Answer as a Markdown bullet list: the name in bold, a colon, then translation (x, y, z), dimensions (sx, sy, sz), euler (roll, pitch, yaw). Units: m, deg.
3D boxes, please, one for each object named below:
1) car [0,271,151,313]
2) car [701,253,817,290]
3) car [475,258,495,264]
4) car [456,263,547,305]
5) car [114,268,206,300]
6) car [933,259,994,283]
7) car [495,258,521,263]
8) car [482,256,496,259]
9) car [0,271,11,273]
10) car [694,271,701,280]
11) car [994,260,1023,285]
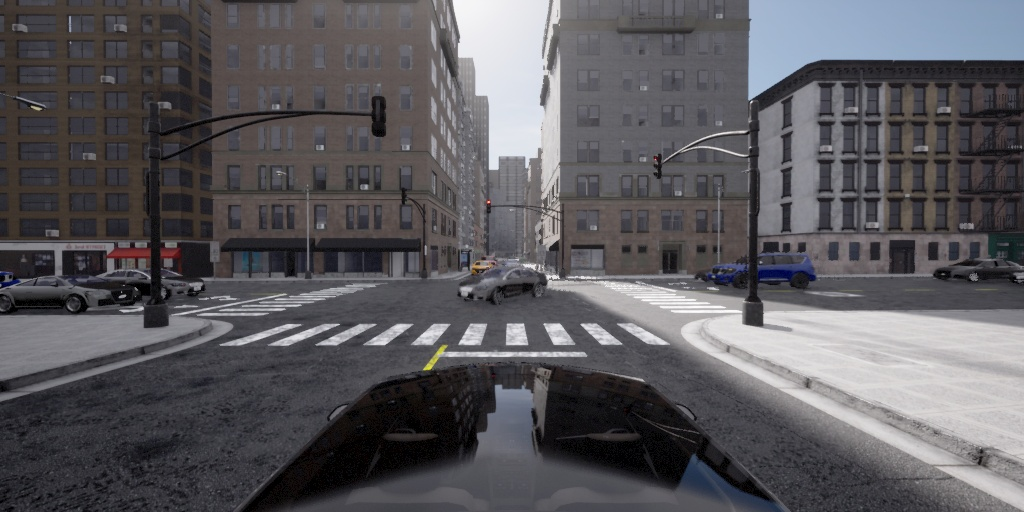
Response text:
- **car**: translation (-17.522, 1.441, 14.279), dimensions (4.181, 1.385, 1.994), euler (0, 1, 0)
- **car**: translation (14.645, 0.855, 21.131), dimensions (5.566, 2.045, 2.150), euler (0, 1, 0)
- **car**: translation (-3.100, 1.234, 37.548), dimensions (1.882, 1.535, 5.008), euler (0, 0, 0)
- **car**: translation (-0.329, 1.231, 16.082), dimensions (2.128, 1.511, 4.902), euler (0, 0, 40)
- **car**: translation (-17.790, 1.335, 17.538), dimensions (4.902, 1.511, 2.128), euler (0, 1, 1)
- **car**: translation (31.834, 0.986, 24.457), dimensions (4.892, 1.490, 1.837), euler (0, 1, 0)
- **car**: translation (0.022, 1.224, 30.784), dimensions (1.882, 1.535, 5.008), euler (-1, 0, -11)
- **car**: translation (-3.104, 0.984, 47.504), dimensions (2.150, 2.045, 5.566), euler (0, 0, 0)
- **car**: translation (-27.872, 1.111, 17.472), dimensions (5.566, 2.045, 2.150), euler (0, 1, -1)
- **car**: translation (15.439, 1.141, 24.385), dimensions (5.357, 1.411, 2.033), euler (0, 1, 0)
- **car**: translation (32.551, 1.002, 21.207), dimensions (4.902, 1.511, 2.128), euler (0, 1, 0)
